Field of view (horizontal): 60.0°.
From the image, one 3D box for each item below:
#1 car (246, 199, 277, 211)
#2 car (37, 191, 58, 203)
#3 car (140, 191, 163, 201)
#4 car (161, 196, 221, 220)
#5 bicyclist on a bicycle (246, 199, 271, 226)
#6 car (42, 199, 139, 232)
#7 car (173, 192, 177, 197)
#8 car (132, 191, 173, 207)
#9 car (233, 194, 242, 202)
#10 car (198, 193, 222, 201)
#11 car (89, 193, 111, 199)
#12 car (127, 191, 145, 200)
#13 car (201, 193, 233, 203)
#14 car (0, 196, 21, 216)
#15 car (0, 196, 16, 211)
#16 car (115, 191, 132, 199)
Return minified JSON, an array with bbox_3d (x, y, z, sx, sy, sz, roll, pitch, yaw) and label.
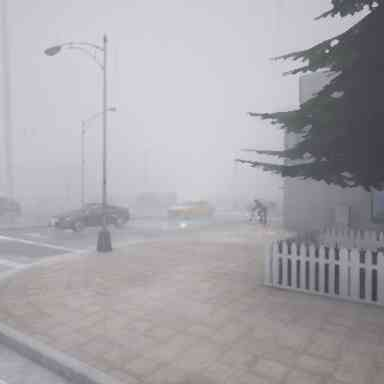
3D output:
[{"bbox_3d":[7.903,1.495,37.996,1.895,1.301,4.718,0,0,36],"label":"car"},{"bbox_3d":[-22.302,1.040,51.238,3.633,1.501,1.845,0,0,36],"label":"car"},{"bbox_3d":[-8.475,0.824,68.940,4.605,1.855,1.932,0,0,36],"label":"car"},{"bbox_3d":[0.016,1.371,27.192,1.882,1.535,5.008,0,0,36],"label":"car"},{"bbox_3d":[3.974,1.237,19.914,1.656,1.620,0.582,0,0,36],"label":"bicyclist on a bicycle"},{"bbox_3d":[-5.775,1.384,19.252,2.128,1.511,4.902,0,0,36],"label":"car"},{"bbox_3d":[-3.804,0.904,45.826,3.866,1.878,1.905,0,0,36],"label":"car"},{"bbox_3d":[-5.181,0.927,43.235,4.605,1.855,1.932,0,0,36],"label":"car"},{"bbox_3d":[7.245,1.058,61.546,3.806,1.475,1.970,0,0,36],"label":"car"},{"bbox_3d":[3.703,1.083,68.657,4.514,1.523,2.007,0,0,36],"label":"car"},{"bbox_3d":[-16.384,1.019,59.290,4.514,1.523,2.007,0,0,36],"label":"car"},{"bbox_3d":[-12.899,0.757,76.229,3.866,1.878,1.905,0,0,36],"label":"car"},{"bbox_3d":[3.728,0.981,56.168,5.027,1.636,2.152,0,0,36],"label":"car"},{"bbox_3d":[-16.235,1.201,28.295,3.633,1.501,1.845,0,0,36],"label":"car"},{"bbox_3d":[-20.478,1.168,35.073,3.806,1.475,1.970,0,0,36],"label":"car"},{"bbox_3d":[-15.352,1.038,73.902,3.806,1.475,1.970,0,0,36],"label":"car"}]
